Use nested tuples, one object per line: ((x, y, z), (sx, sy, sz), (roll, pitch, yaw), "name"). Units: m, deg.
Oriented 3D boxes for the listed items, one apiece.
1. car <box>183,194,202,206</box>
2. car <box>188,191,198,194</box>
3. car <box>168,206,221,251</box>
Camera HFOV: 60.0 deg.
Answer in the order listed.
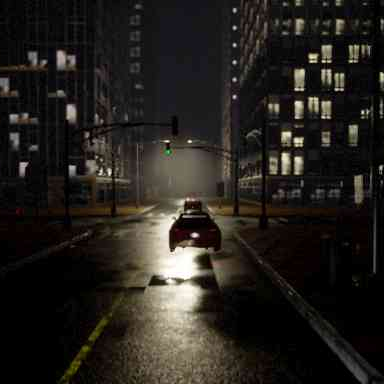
((0.102, 1.294, 35.652), (2.128, 1.511, 4.902), (0, 0, 0), "car")
((0.002, 0.876, 67.515), (2.150, 2.045, 5.566), (0, 0, 0), "car")
((0.102, 1.483, 13.723), (1.994, 1.385, 4.181), (0, 0, 0), "car")
